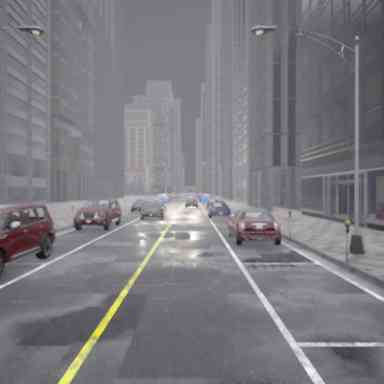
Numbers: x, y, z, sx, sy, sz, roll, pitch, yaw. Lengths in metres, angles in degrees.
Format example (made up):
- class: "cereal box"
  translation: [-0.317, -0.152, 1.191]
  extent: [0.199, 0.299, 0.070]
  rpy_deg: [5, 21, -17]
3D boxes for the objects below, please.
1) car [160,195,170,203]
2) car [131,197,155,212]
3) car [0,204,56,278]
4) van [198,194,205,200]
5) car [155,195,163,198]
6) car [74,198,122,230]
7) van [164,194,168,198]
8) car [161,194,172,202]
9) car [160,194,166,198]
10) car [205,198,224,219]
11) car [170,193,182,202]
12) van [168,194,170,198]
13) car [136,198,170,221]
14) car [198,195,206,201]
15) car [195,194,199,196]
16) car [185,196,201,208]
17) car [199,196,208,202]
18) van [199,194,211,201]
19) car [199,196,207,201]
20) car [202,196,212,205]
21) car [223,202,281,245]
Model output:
- class: "car"
  translation: [-5.826, 1.442, 71.847]
  extent: [1.967, 1.590, 4.097]
  rpy_deg: [0, 0, 0]
- class: "car"
  translation: [-5.797, 1.567, 38.003]
  extent: [1.947, 1.339, 4.313]
  rpy_deg: [0, 0, 0]
- class: "car"
  translation: [-5.775, 1.315, 9.799]
  extent: [2.192, 1.841, 5.009]
  rpy_deg: [0, 0, 0]
- class: "van"
  translation: [2.680, 1.342, 94.422]
  extent: [1.690, 1.788, 3.998]
  rpy_deg: [0, 0, 0]
- class: "car"
  translation: [-5.807, 1.552, 49.285]
  extent: [2.008, 1.369, 4.403]
  rpy_deg: [0, 0, 0]
- class: "car"
  translation: [-5.785, 1.315, 21.081]
  extent: [2.192, 1.841, 5.009]
  rpy_deg: [0, 0, 0]
- class: "van"
  translation: [-5.817, 1.343, 60.566]
  extent: [1.690, 1.788, 3.998]
  rpy_deg: [0, 0, 0]
- class: "car"
  translation: [-5.831, 1.317, 77.489]
  extent: [2.192, 1.841, 5.009]
  rpy_deg: [0, 0, 0]
- class: "car"
  translation: [-5.812, 1.527, 54.755]
  extent: [1.752, 1.417, 4.829]
  rpy_deg: [0, 0, 0]
- class: "car"
  translation: [2.327, 1.525, 29.119]
  extent: [1.812, 1.442, 4.674]
  rpy_deg: [0, 0, 0]
- class: "car"
  translation: [-3.057, 1.117, 68.207]
  extent: [1.837, 1.490, 4.892]
  rpy_deg: [0, 0, 0]
- class: "van"
  translation: [-5.822, 1.343, 66.207]
  extent: [1.690, 1.788, 3.998]
  rpy_deg: [0, 0, 0]
- class: "car"
  translation: [-3.122, 1.505, 27.658]
  extent: [1.837, 1.490, 4.892]
  rpy_deg: [0, 0, 0]
- class: "car"
  translation: [2.686, 1.567, 88.781]
  extent: [1.947, 1.339, 4.313]
  rpy_deg: [0, 0, 0]
- class: "car"
  translation: [-0.054, 1.481, 65.200]
  extent: [1.882, 1.535, 5.008]
  rpy_deg: [0, 0, 0]
- class: "car"
  translation: [-0.034, 1.602, 47.612]
  extent: [1.895, 1.301, 4.718]
  rpy_deg: [0, 0, 0]
- class: "car"
  translation: [2.695, 1.583, 77.500]
  extent: [1.802, 1.307, 4.206]
  rpy_deg: [0, 0, 0]
- class: "van"
  translation: [2.708, 1.342, 60.578]
  extent: [1.690, 1.788, 3.998]
  rpy_deg: [0, 0, 0]
- class: "car"
  translation: [2.691, 1.583, 83.141]
  extent: [1.802, 1.307, 4.206]
  rpy_deg: [0, 0, 0]
- class: "car"
  translation: [2.723, 1.545, 43.656]
  extent: [1.887, 1.381, 4.507]
  rpy_deg: [0, 0, 0]
- class: "car"
  translation: [2.746, 1.439, 15.452]
  extent: [1.967, 1.590, 4.097]
  rpy_deg: [0, 0, 0]
